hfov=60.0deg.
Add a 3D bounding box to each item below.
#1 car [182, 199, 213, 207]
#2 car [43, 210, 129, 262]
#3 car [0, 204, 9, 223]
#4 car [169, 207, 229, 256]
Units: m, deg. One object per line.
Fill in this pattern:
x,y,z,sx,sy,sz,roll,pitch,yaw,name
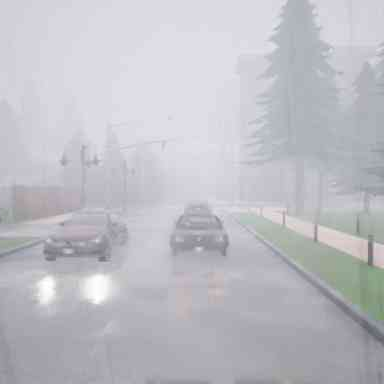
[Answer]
0.379,1.234,22.690,1.837,1.490,4.892,0,1,1,car
-3.450,1.379,11.674,1.812,1.442,4.674,0,1,1,car
-12.621,0.937,18.042,4.605,1.855,1.932,0,1,1,car
0.250,1.451,12.459,1.895,1.301,4.718,0,1,1,car
